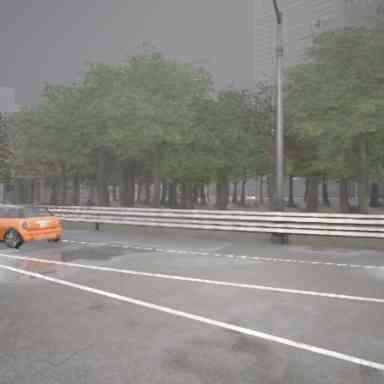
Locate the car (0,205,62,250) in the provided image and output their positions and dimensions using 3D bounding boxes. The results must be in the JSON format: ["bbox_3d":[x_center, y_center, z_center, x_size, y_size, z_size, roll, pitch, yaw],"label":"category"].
[{"bbox_3d":[-7.920,1.365,14.640,4.553,1.767,2.097,0,0,29],"label":"car"}]
